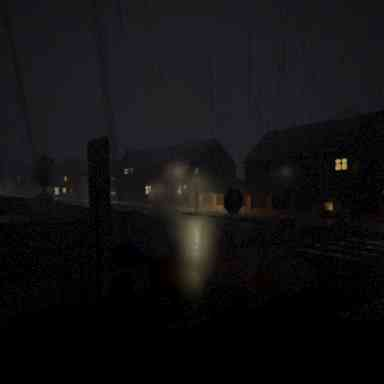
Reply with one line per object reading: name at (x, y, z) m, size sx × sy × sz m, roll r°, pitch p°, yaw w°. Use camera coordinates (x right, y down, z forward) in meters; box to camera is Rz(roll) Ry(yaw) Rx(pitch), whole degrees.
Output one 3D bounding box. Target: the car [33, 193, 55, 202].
car at (-20.369, 0.919, 45.577) m, size 1.837 × 1.490 × 4.892 m, roll -2°, pitch 2°, yaw -40°
